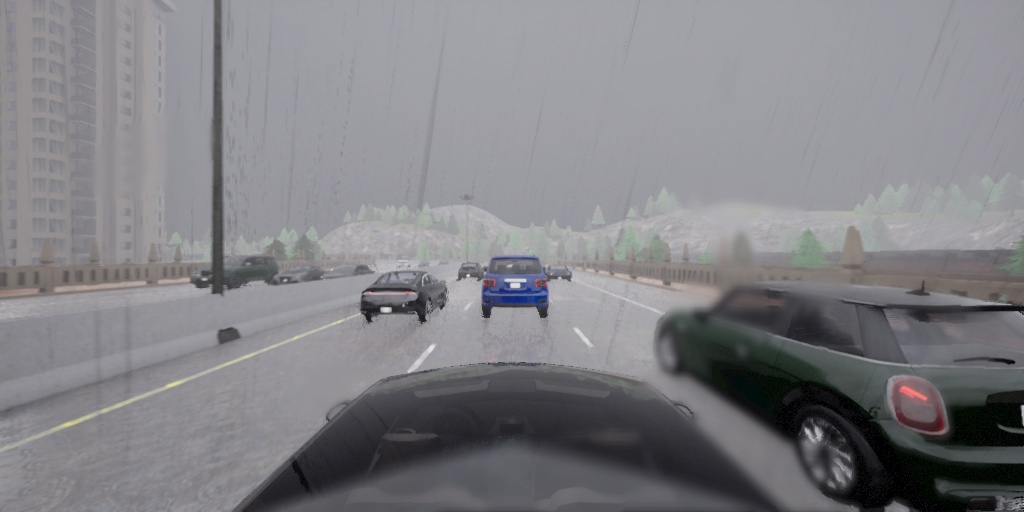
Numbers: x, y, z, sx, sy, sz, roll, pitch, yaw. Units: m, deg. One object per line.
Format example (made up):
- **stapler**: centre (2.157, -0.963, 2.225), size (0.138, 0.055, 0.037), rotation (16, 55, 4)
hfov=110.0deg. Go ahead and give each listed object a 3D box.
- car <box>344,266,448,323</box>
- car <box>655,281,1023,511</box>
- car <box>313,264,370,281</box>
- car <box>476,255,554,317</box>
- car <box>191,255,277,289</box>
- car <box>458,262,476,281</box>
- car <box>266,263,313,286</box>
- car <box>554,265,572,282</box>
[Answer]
- **car**: centre (-3.401, 1.241, 12.116), size (2.128, 1.511, 4.902), rotation (0, 0, 0)
- **car**: centre (3.599, 1.102, 4.553), size (2.097, 1.767, 4.553), rotation (0, 0, 0)
- **car**: centre (-10.601, 1.264, 23.415), size (1.837, 1.490, 4.892), rotation (0, 0, 0)
- **car**: centre (0.098, 0.972, 13.357), size (2.150, 2.045, 5.566), rotation (0, 0, 0)
- **car**: centre (-17.602, 0.980, 23.285), size (2.150, 2.045, 5.566), rotation (0, 0, 0)
- **car**: centre (-3.403, 1.276, 30.356), size (1.837, 1.490, 4.892), rotation (0, 0, 0)
- **car**: centre (-14.100, 1.324, 24.282), size (1.994, 1.385, 4.181), rotation (0, 0, 0)
- **car**: centre (3.597, 1.371, 29.164), size (1.895, 1.301, 4.718), rotation (0, 0, 0)
